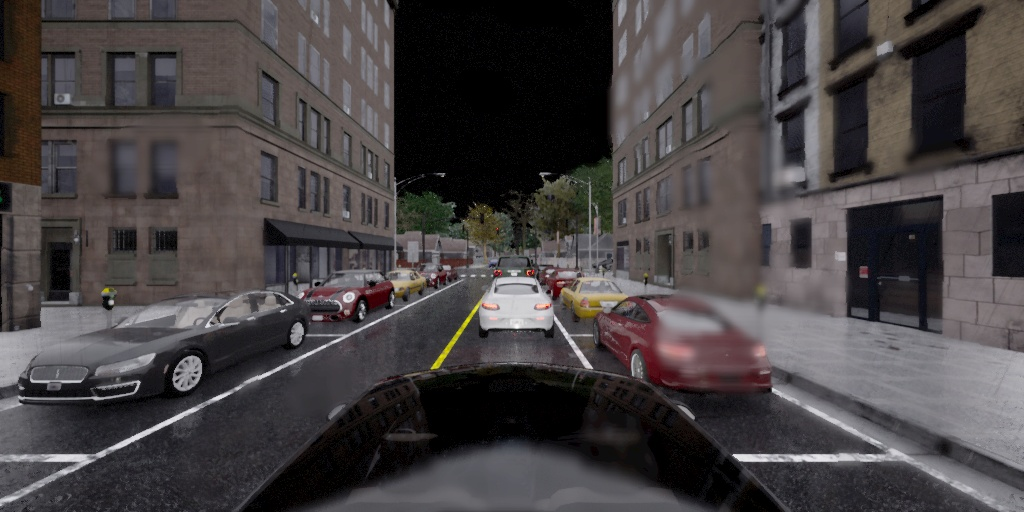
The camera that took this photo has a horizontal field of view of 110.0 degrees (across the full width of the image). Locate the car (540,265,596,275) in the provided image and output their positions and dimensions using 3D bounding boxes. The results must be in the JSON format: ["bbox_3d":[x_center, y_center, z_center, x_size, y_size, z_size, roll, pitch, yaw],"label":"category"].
[{"bbox_3d":[2.642,1.298,17.445,1.888,1.381,4.507,0,0,0],"label":"car"}]

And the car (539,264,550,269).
[{"bbox_3d":[2.644,1.337,22.963,1.802,1.307,4.207,0,0,0],"label":"car"}]

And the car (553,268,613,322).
[{"bbox_3d":[2.640,1.276,12.097,1.751,1.417,4.829,0,0,0],"label":"car"}]

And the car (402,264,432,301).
[{"bbox_3d":[-5.384,1.278,17.275,1.751,1.417,4.829,0,0,0],"label":"car"}]

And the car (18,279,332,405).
[{"bbox_3d":[-5.387,1.300,6.408,2.007,1.370,4.403,0,0,0],"label":"car"}]

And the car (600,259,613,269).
[{"bbox_3d":[14.496,1.235,48.198,4.181,1.385,1.994,0,0,0],"label":"car"}]

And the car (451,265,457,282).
[{"bbox_3d":[-5.380,1.339,28.483,1.802,1.307,4.207,0,0,0],"label":"car"}]

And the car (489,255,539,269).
[{"bbox_3d":[0.105,0.976,19.891,2.150,2.045,5.566,0,0,0],"label":"car"}]

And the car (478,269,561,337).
[{"bbox_3d":[0.101,1.276,10.129,1.812,1.442,4.674,0,0,0],"label":"car"}]

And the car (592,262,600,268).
[{"bbox_3d":[13.993,1.179,51.439,4.892,1.490,1.837,0,0,1],"label":"car"}]

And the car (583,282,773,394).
[{"bbox_3d":[2.638,1.331,6.409,1.802,1.307,4.207,0,0,0],"label":"car"}]

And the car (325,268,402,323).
[{"bbox_3d":[-5.386,1.190,11.927,1.967,1.591,4.097,0,0,0],"label":"car"}]

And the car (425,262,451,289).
[{"bbox_3d":[-5.382,1.195,22.964,1.967,1.591,4.097,0,0,0],"label":"car"}]
